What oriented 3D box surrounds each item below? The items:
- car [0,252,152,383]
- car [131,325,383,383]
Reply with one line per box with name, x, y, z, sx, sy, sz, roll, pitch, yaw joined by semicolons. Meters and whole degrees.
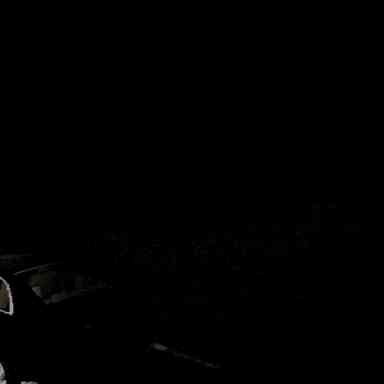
car;-2.548;1.553;4.783;4.403;1.369;2.008;0;0;35
car;1.859;1.582;1.640;4.206;1.307;1.802;0;0;35
